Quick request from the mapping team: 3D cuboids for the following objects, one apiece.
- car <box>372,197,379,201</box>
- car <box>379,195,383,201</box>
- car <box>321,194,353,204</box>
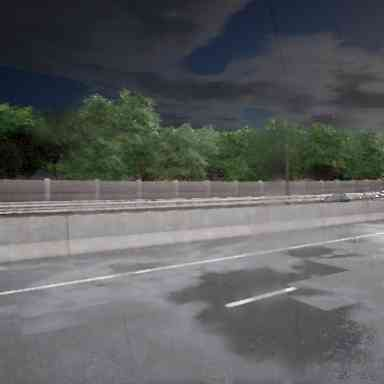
[{"bbox_3d":[24.433,1.032,41.831,4.181,1.385,1.994,-1,1,-33],"label":"car"},{"bbox_3d":[23.146,1.113,36.802,4.181,1.385,1.994,-1,1,-33],"label":"car"},{"bbox_3d":[18.420,1.067,42.069,4.892,1.490,1.837,-1,1,-33],"label":"car"}]
